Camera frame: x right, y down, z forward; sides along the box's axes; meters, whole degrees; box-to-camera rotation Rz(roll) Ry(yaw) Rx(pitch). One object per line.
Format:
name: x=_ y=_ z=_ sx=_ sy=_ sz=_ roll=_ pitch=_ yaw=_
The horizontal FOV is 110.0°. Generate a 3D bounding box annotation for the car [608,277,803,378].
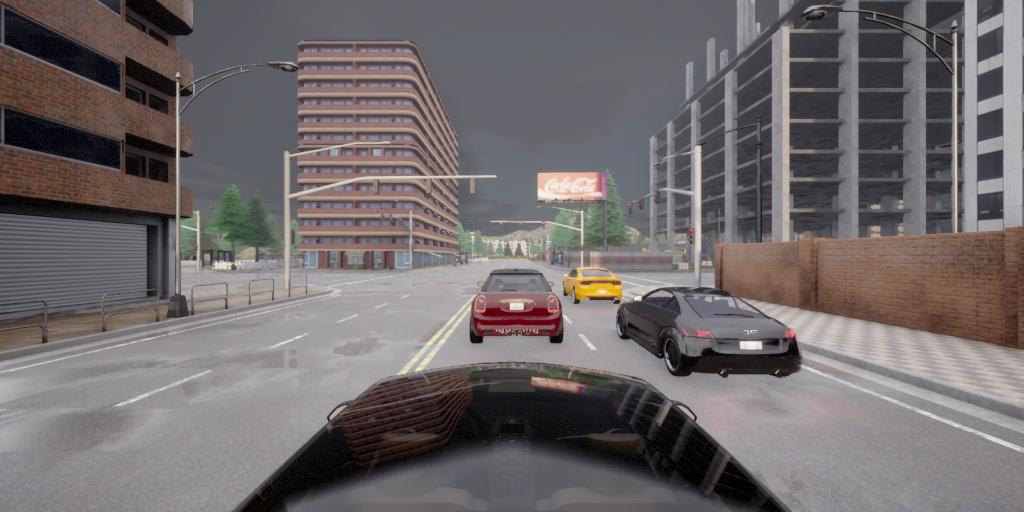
car: x=3.598 y=1.315 z=7.408 sx=1.994 sy=1.385 sz=4.181 roll=0 pitch=0 yaw=0

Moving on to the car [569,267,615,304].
car: x=3.498 y=1.229 z=16.341 sx=1.882 sy=1.535 sz=5.008 roll=0 pitch=0 yaw=0

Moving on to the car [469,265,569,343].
car: x=0.100 y=1.103 z=9.813 sx=2.097 sy=1.767 sz=4.553 roll=0 pitch=0 yaw=0
